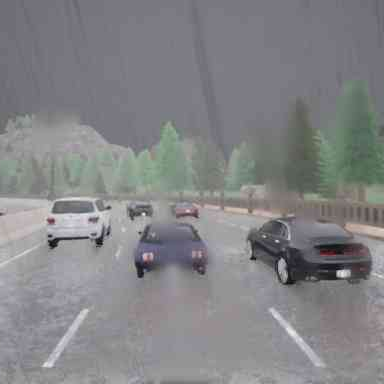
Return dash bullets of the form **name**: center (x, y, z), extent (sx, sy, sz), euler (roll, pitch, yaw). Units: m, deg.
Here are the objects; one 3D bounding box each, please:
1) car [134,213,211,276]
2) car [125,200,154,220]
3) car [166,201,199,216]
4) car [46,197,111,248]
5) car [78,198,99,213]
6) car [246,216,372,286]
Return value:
- **car**: center (-0.718, 1.572, 10.282), extent (1.895, 1.301, 4.718), euler (-1, 0, -7)
- **car**: center (-4.407, 1.459, 27.867), extent (1.837, 1.490, 4.892), euler (-1, 0, -16)
- **car**: center (-0.880, 1.470, 28.183), extent (1.994, 1.385, 4.181), euler (-1, 0, -16)
- **car**: center (-4.996, 1.234, 15.258), extent (2.150, 2.045, 5.566), euler (-1, 1, -9)
- **car**: center (-12.004, 1.521, 38.478), extent (1.837, 1.490, 4.892), euler (-1, 0, -23)
- **car**: center (2.877, 1.432, 9.274), extent (1.837, 1.490, 4.892), euler (-1, 0, -6)
